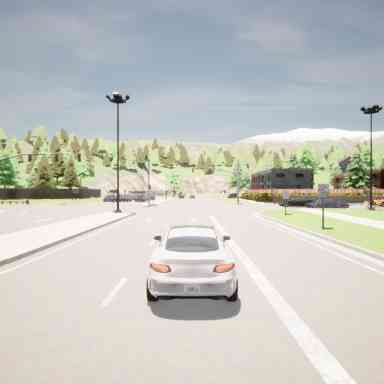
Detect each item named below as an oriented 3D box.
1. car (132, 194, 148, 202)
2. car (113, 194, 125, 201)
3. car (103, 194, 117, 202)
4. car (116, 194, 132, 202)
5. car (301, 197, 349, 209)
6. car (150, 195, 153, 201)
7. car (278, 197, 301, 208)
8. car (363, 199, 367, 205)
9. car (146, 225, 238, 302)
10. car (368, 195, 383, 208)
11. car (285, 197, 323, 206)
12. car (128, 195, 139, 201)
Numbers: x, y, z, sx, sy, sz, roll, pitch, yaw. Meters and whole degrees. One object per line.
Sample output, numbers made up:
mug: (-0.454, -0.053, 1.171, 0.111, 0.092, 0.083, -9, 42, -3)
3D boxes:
car: (-11.462, 1.355, 74.817, 2.097, 1.767, 4.553, 0, 0, 0)
car: (-18.458, 1.355, 84.722, 2.097, 1.767, 4.553, 0, 0, 0)
car: (-18.462, 1.355, 74.906, 2.097, 1.767, 4.553, 0, 0, 0)
car: (-14.962, 1.540, 75.106, 2.033, 1.411, 5.357, 0, 0, 0)
car: (17.614, 1.548, 43.556, 5.357, 1.411, 2.033, 0, 0, -1)
car: (-11.458, 1.595, 83.643, 1.895, 1.301, 4.718, 0, 0, 0)
car: (14.687, 1.477, 47.029, 5.008, 1.535, 1.882, 0, 0, -1)
car: (30.362, 1.352, 54.164, 4.553, 1.767, 2.097, 0, 0, -1)
car: (0.004, 1.526, 8.149, 1.812, 1.442, 4.674, 0, 0, 0)
car: (28.032, 1.351, 47.156, 4.553, 1.767, 2.097, 0, 0, -1)
car: (18.154, 1.547, 54.072, 5.357, 1.411, 2.033, 0, 0, 0)
car: (-14.957, 1.540, 85.133, 2.033, 1.411, 5.357, 0, 0, 0)
